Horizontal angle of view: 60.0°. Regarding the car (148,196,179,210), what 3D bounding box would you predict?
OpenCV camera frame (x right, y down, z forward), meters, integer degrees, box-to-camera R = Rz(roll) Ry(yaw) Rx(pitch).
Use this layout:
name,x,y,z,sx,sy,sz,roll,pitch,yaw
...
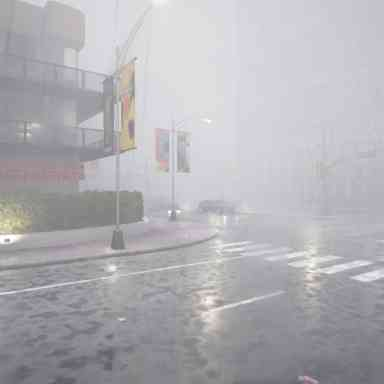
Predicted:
name,x,y,z,sx,sy,sz,roll,pitch,yaw
car,-3.354,1.564,42.093,1.994,1.385,4.181,0,0,-35

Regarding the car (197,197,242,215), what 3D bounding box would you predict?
name,x,y,z,sx,sy,sz,roll,pitch,yaw
car,2.421,1.505,33.824,1.837,1.490,4.892,0,0,-35
